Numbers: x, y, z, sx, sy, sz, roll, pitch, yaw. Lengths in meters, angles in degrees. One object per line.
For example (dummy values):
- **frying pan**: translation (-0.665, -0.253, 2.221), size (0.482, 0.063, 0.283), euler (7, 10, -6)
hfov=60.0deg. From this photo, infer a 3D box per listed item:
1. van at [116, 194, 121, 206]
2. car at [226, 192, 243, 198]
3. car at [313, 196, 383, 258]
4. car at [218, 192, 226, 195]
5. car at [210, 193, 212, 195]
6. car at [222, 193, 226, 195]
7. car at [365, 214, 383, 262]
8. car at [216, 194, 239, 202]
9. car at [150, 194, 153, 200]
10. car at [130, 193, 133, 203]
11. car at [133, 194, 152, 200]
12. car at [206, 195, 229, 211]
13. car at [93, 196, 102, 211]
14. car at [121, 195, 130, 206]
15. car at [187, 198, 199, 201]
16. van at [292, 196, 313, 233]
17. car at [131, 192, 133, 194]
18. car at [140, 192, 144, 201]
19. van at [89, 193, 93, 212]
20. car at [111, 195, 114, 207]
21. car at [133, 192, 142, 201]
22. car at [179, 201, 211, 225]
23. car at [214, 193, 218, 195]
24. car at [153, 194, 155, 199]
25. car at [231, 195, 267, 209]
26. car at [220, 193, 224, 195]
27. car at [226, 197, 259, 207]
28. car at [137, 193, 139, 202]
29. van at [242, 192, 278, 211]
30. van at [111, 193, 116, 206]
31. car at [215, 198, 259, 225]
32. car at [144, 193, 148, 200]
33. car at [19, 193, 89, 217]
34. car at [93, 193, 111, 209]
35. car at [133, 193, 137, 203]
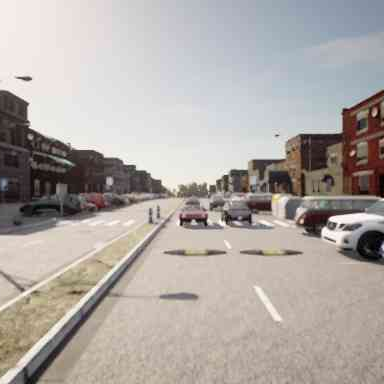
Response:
- **van**: translation (-13.000, 1.183, 47.655), size (4.442, 1.987, 1.878), euler (0, 0, 0)
- **car**: translation (7.602, 1.179, 42.136), size (5.566, 2.045, 2.435), euler (0, 0, 0)
- **car**: translation (7.609, 1.185, 11.804), size (5.566, 2.045, 2.435), euler (0, 0, 0)
- **car**: translation (7.594, 1.208, 61.444), size (4.553, 1.767, 2.185), euler (0, 0, 0)
- **car**: translation (7.593, 1.006, 77.981), size (5.566, 2.045, 2.435), euler (0, 0, 0)
- **car**: translation (7.812, 1.381, 53.169), size (5.366, 1.575, 1.946), euler (0, 0, 0)
- **car**: translation (7.641, 1.481, 9.045), size (4.674, 1.452, 2.002), euler (0, 0, 0)
- **car**: translation (7.652, 1.296, 72.472), size (4.792, 1.488, 2.163), euler (0, 0, 0)
- **car**: translation (-13.012, 1.248, 80.996), size (5.366, 1.575, 1.946), euler (0, 0, 0)
- **car**: translation (-12.687, 1.378, 53.339), size (5.366, 1.575, 1.946), euler (0, 0, 0)
- **car**: translation (-12.815, 1.324, 86.548), size (4.674, 1.452, 2.002), euler (0, -1, 0)
- **car**: translation (3.089, 1.458, 40.998), size (1.837, 1.490, 4.892), euler (0, 0, 0)
- **car**: translation (-12.894, 1.473, 36.666), size (4.792, 1.488, 2.163), euler (0, 0, 0)
- **car**: translation (-12.847, 1.144, 50.554), size (5.566, 2.045, 2.435), euler (0, 0, 0)
- **car**: translation (0.090, 1.458, 41.136), size (1.837, 1.490, 4.892), euler (0, 0, 0)
- **van**: translation (7.519, 1.213, 17.315), size (4.442, 1.987, 1.878), euler (0, 0, 0)
- **car**: translation (-12.899, 1.239, 55.995), size (4.553, 1.767, 2.185), euler (0, 0, 0)
- **car**: translation (-12.854, 1.286, 67.237), size (5.008, 1.535, 2.097), euler (0, 0, 0)
- **van**: translation (-12.818, 1.222, 33.759), size (4.442, 1.987, 1.878), euler (0, 0, 0)
- **car**: translation (-12.893, 1.431, 42.220), size (4.892, 1.521, 2.231), euler (0, 0, 0)
- **car**: translation (-12.860, 1.308, 64.333), size (4.892, 1.521, 2.231), euler (0, 0, 0)
- **car**: translation (0.097, 1.568, 23.419), size (1.895, 1.301, 4.718), euler (0, 0, 0)
- **car**: translation (7.596, 1.064, 64.201), size (5.566, 2.045, 2.435), euler (0, 0, 0)
- **car**: translation (-12.793, 1.012, 83.775), size (5.566, 2.045, 2.435), euler (0, 0, 0)
- **car**: translation (7.660, 1.296, 44.895), size (4.553, 1.767, 2.185), euler (0, 0, 0)
- **car**: translation (7.812, 1.366, 55.929), size (5.366, 1.575, 1.946), euler (0, 0, 0)
- **car**: translation (7.625, 1.438, 50.413), size (4.674, 1.452, 2.002), euler (0, 0, 0)
- **car**: translation (-12.888, 1.356, 61.554), size (4.792, 1.488, 2.163), euler (0, 0, 0)
- **van**: translation (7.749, 1.222, 33.860), size (4.442, 1.987, 1.878), euler (0, 0, 0)
- **van**: translation (-13.009, 1.195, 45.002), size (4.442, 1.987, 1.878), euler (0, 0, 0)
- **car**: translation (3.088, 1.459, 23.773), size (2.128, 1.511, 4.902), euler (0, 0, 0)
- **car**: translation (-13.025, 1.251, 72.794), size (5.366, 1.575, 1.946), euler (0, 0, 0)
- **car**: translation (-12.976, 1.198, 30.982), size (5.566, 2.045, 2.435), euler (0, 0, 0)
- **car**: translation (-12.939, 1.186, 39.318), size (5.566, 2.045, 2.435), euler (0, 0, 0)
- **car**: translation (-12.858, 1.346, 58.774), size (5.008, 1.535, 2.097), euler (0, 0, 0)
